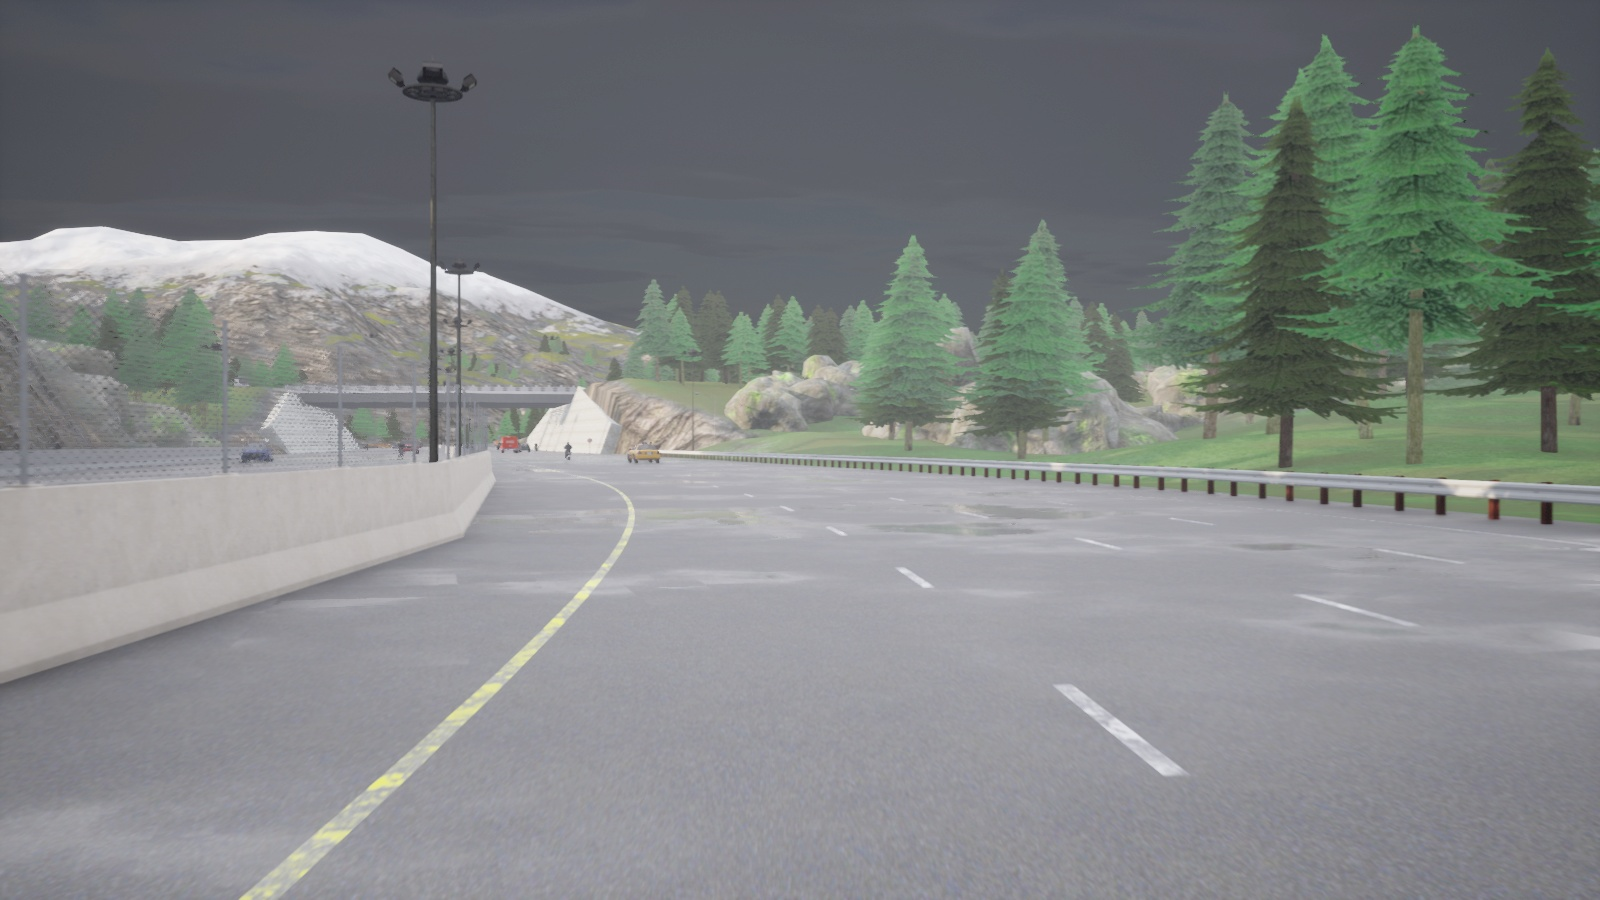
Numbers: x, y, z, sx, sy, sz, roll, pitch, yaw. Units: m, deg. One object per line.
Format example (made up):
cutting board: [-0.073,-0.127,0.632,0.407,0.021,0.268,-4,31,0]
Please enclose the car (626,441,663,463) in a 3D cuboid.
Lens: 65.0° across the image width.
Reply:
car: [-11.500,0.157,92.625,1.801,1.575,5.366,0,0,-16]
